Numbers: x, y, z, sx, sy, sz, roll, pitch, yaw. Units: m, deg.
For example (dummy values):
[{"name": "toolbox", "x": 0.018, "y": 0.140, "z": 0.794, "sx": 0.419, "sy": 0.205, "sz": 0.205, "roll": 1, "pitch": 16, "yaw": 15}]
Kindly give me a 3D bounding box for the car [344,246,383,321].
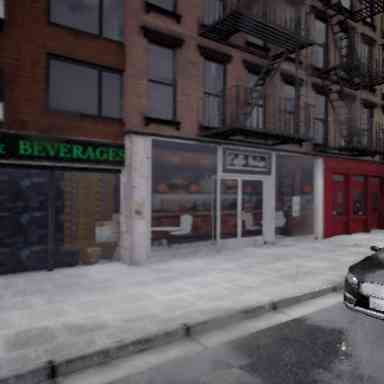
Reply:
[{"name": "car", "x": 4.951, "y": 1.503, "z": 6.604, "sx": 4.902, "sy": 1.511, "sz": 2.128, "roll": 0, "pitch": 0, "yaw": -36}]
